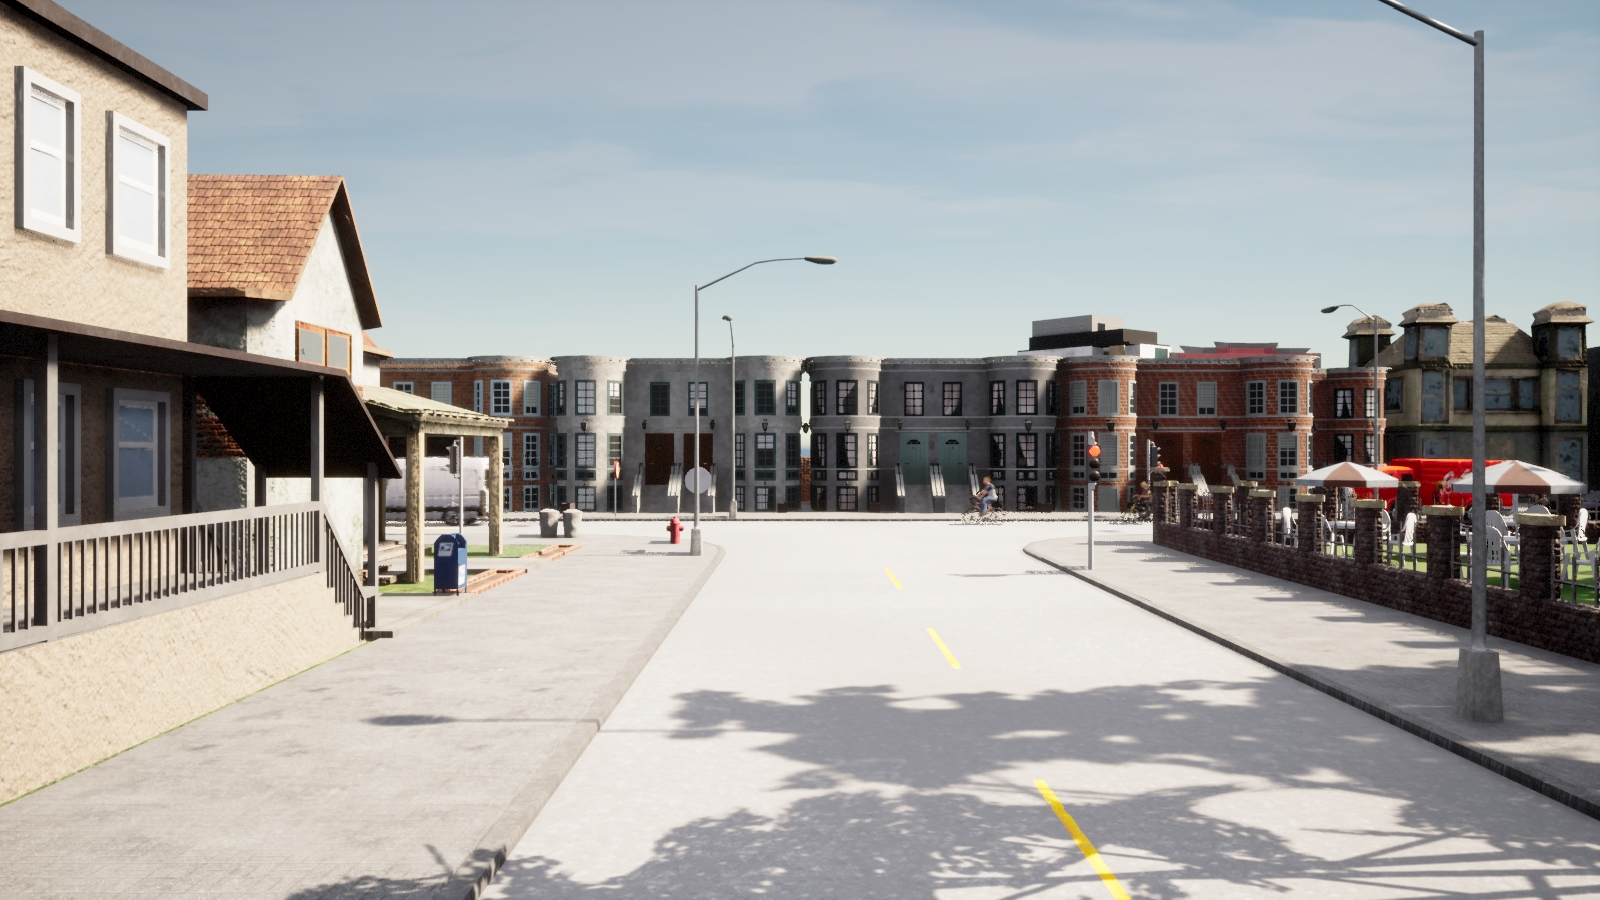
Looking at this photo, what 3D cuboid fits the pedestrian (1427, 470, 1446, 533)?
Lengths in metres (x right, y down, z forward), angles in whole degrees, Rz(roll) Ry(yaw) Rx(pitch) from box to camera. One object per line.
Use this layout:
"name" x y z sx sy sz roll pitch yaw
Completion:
"pedestrian" 18.933 1.517 33.978 0.375 1.860 0.375 0 0 1

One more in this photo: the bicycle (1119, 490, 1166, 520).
"bicycle" 12.798 2.036 42.748 1.487 1.080 0.859 0 0 0

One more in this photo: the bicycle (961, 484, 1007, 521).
"bicycle" 6.803 1.936 42.261 1.643 1.296 0.373 0 1 -13

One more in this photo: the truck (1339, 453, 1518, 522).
"truck" 23.412 1.356 42.737 5.204 2.467 2.627 1 0 0

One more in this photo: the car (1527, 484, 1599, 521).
"car" 30.170 1.935 42.745 4.718 1.301 1.895 0 0 0
